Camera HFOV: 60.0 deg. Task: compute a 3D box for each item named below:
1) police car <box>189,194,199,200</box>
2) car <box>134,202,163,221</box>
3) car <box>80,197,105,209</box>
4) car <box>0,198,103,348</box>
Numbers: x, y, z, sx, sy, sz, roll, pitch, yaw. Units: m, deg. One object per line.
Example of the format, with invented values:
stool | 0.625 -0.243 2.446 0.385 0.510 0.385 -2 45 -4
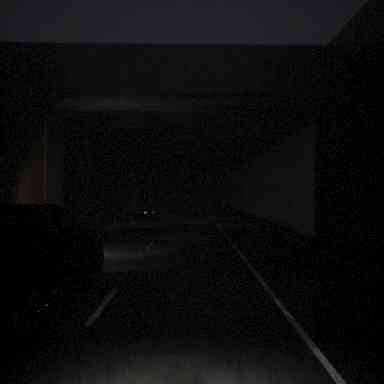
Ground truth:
police car | 0.913 1.438 95.189 1.930 1.638 5.238 0 0 -3
car | -3.406 1.551 26.863 2.033 1.411 5.357 0 0 0
car | -14.094 1.495 47.459 2.128 1.511 4.902 0 0 0
car | -3.403 1.222 6.429 2.150 2.045 5.566 0 0 0
